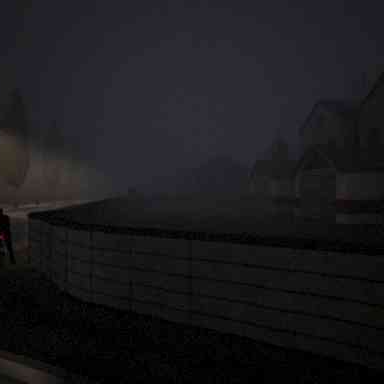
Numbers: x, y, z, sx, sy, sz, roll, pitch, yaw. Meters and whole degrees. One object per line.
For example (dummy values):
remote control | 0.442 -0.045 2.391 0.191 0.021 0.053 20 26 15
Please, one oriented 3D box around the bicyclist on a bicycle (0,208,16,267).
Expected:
bicyclist on a bicycle | -5.536 1.288 9.621 0.582 1.620 1.656 0 0 -36
